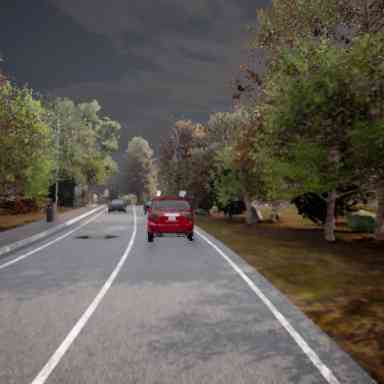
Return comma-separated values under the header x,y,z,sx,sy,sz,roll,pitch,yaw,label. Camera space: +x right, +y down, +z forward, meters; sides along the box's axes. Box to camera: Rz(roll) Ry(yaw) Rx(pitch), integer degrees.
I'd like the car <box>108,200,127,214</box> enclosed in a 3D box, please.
x,y,z,sx,sy,sz,roll,pitch,yaw,label
-8.026,1.532,36.071,2.033,1.411,5.357,1,0,-10,car

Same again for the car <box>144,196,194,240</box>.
x,y,z,sx,sy,sz,roll,pitch,yaw,label
-1.215,1.234,17.209,2.150,2.045,5.566,0,0,-7,car
